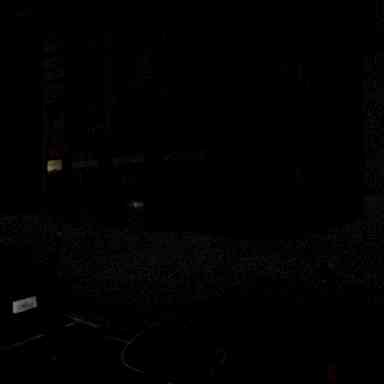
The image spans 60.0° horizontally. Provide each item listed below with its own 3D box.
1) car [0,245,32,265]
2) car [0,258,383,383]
[{"bbox_3d":[-4.000,1.607,5.809,4.313,1.339,1.947,0,0,35],"label":"car"},{"bbox_3d":[0.562,1.446,2.559,4.097,1.590,1.967,0,0,35],"label":"car"}]
